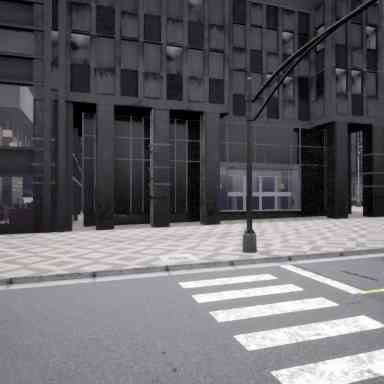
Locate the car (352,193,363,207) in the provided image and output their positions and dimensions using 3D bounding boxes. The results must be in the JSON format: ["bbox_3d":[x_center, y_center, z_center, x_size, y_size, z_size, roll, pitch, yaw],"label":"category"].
[{"bbox_3d":[21.714,1.191,40.718,1.837,1.490,4.892,0,0,-17],"label":"car"}]
